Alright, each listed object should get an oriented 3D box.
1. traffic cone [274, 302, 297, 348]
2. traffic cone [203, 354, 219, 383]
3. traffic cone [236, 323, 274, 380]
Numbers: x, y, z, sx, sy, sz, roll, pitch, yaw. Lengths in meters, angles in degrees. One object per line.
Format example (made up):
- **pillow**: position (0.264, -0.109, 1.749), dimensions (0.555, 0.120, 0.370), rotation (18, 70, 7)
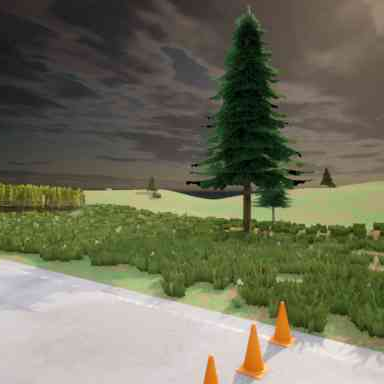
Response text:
- **traffic cone**: position (1.364, 1.955, 5.017), dimensions (0.340, 0.580, 0.340), rotation (0, 0, 36)
- **traffic cone**: position (0.195, 1.955, 3.394), dimensions (0.340, 0.580, 0.340), rotation (0, 0, 36)
- **traffic cone**: position (0.780, 1.955, 4.205), dimensions (0.340, 0.580, 0.340), rotation (0, 0, 36)
